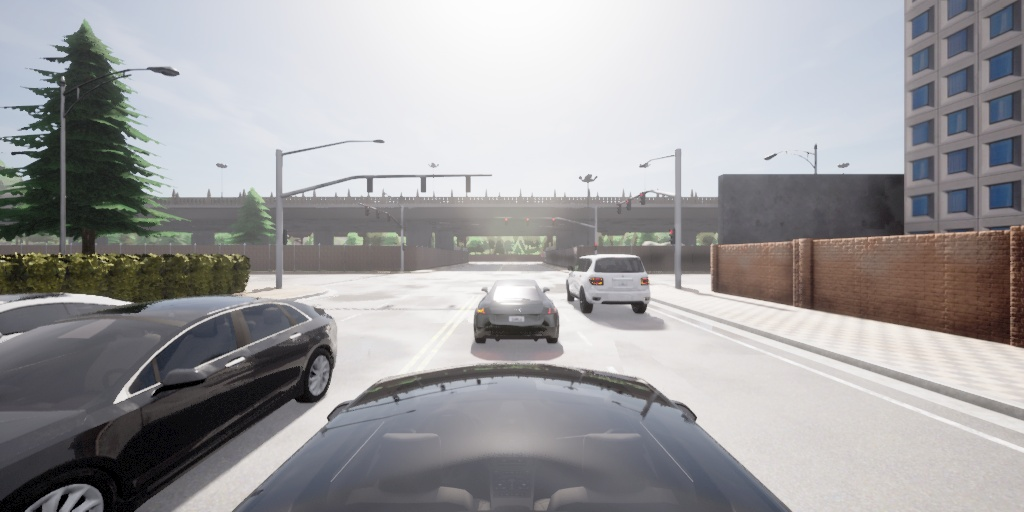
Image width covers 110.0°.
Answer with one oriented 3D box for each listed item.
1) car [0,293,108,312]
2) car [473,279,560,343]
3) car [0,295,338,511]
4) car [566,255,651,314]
[{"bbox_3d":[-7.066,1.276,4.734,1.812,1.442,4.674,0,0,0],"label":"car"},{"bbox_3d":[0.099,1.314,9.655,1.994,1.385,4.181,0,0,0],"label":"car"},{"bbox_3d":[-3.569,1.250,3.561,1.837,1.490,4.892,0,1,0],"label":"car"},{"bbox_3d":[3.499,0.971,13.998,2.150,2.045,5.566,0,0,0],"label":"car"}]
